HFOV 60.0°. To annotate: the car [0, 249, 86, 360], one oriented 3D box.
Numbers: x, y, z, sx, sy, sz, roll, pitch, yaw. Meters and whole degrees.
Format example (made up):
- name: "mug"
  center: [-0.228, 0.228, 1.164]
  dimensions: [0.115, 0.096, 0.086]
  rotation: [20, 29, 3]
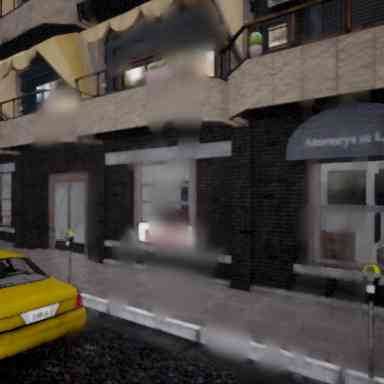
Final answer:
- name: "car"
  center: [-3.813, 1.525, 5.595]
  dimensions: [4.829, 1.417, 1.752]
  rotation: [0, 0, 36]
